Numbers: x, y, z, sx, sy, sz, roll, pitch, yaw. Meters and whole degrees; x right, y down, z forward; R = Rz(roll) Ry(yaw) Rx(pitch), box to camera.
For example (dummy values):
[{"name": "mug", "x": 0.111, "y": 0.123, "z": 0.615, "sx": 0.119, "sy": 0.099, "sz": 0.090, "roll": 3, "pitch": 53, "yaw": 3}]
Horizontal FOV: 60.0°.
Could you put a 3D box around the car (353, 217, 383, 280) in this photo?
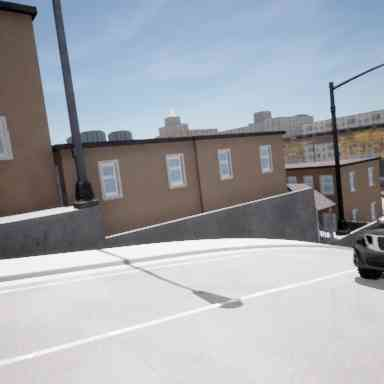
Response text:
[{"name": "car", "x": 6.618, "y": 1.337, "z": 8.997, "sx": 5.566, "sy": 2.045, "sz": 2.150, "roll": 5, "pitch": -3, "yaw": -37}]
